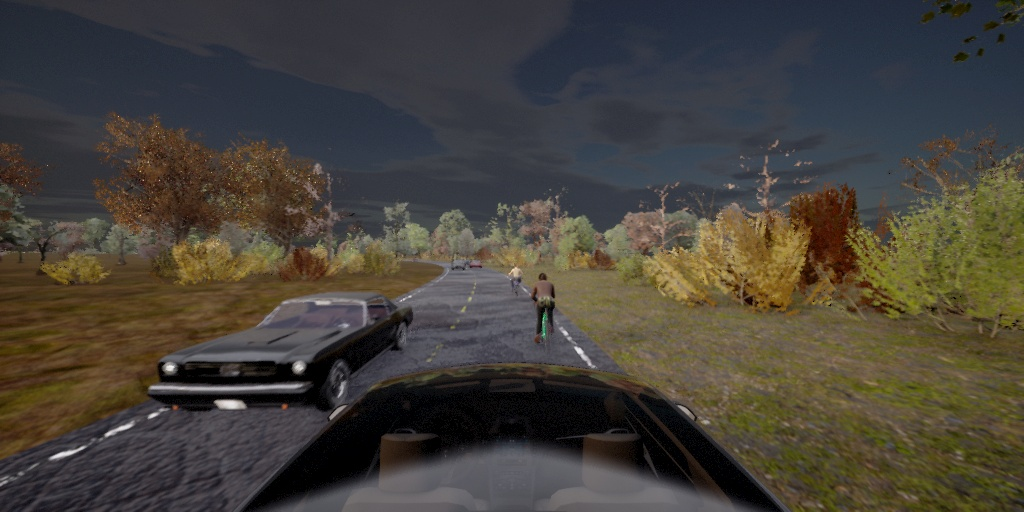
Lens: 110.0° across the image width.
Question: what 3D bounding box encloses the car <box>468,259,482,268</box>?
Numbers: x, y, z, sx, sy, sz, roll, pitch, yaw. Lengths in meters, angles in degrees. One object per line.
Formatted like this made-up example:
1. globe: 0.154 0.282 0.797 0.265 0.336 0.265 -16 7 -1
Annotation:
1. car: -6.249 1.308 60.126 1.994 1.385 4.181 0 0 -12

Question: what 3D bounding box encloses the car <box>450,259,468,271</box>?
1. car: -7.300 1.252 48.755 1.837 1.490 4.892 0 0 -10

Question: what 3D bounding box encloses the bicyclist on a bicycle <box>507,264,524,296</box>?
1. bicyclist on a bicycle: 0.206 1.185 18.240 0.866 1.612 1.509 0 0 -3

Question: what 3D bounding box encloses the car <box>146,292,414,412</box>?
1. car: -3.194 1.351 6.210 1.895 1.301 4.718 0 0 -1

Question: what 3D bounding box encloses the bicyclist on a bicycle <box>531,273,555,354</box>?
1. bicyclist on a bicycle: 0.694 1.202 7.805 0.582 1.620 1.656 0 0 -1
